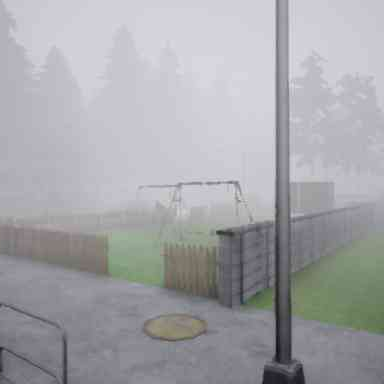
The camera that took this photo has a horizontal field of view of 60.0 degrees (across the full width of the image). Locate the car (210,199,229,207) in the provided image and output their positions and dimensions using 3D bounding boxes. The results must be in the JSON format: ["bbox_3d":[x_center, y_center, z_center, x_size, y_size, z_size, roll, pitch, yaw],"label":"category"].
[{"bbox_3d":[4.684,1.740,50.240,1.895,1.301,4.718,0,0,36],"label":"car"}]

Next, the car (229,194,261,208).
[{"bbox_3d":[8.106,1.314,48.033,2.150,2.045,5.566,0,0,36],"label":"car"}]

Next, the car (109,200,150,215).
[{"bbox_3d":[-6.455,1.612,34.798,1.837,1.490,4.892,0,0,36],"label":"car"}]

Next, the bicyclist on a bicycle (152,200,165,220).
[{"bbox_3d":[-2.605,1.422,25.747,1.656,1.620,0.582,-1,0,36],"label":"bicyclist on a bicycle"}]
